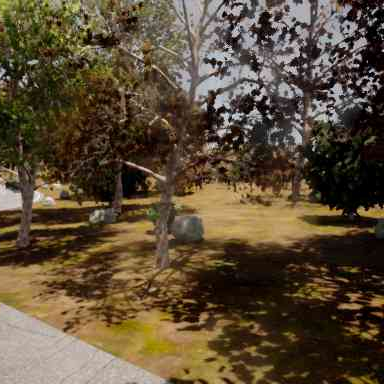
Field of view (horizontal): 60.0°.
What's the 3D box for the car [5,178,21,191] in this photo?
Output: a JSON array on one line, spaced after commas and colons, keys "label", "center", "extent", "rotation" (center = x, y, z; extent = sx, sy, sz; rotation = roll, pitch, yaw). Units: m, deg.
[{"label": "car", "center": [-21.605, -0.985, 40.918], "extent": [1.837, 1.490, 4.892], "rotation": [3, 3, -40]}]
